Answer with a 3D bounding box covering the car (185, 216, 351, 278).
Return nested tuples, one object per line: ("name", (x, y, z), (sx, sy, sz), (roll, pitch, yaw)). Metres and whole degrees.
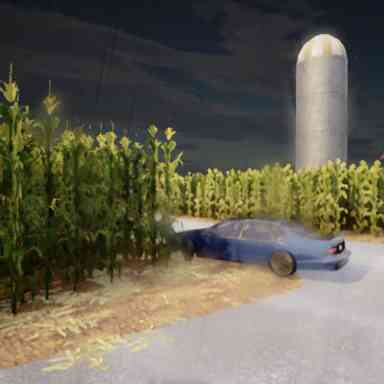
("car", (1.684, 1.430, 9.823), (5.357, 1.411, 2.033), (0, 1, 35))
